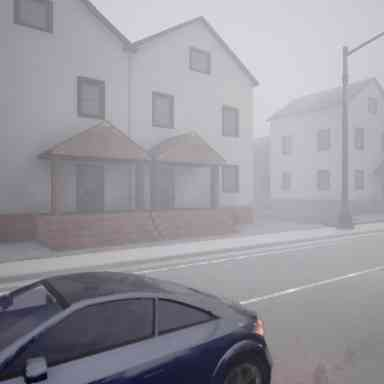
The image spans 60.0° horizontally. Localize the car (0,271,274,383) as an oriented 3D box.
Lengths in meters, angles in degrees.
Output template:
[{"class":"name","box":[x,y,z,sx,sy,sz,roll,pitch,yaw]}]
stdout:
[{"class":"car","box":[-1.199,1.563,3.154,4.181,1.385,1.994,0,0,-35]}]
